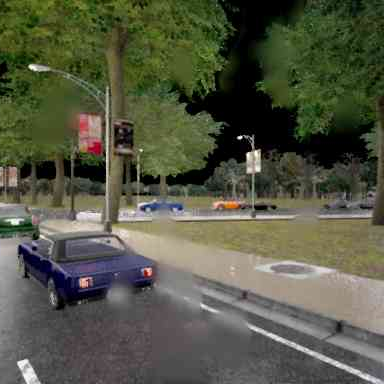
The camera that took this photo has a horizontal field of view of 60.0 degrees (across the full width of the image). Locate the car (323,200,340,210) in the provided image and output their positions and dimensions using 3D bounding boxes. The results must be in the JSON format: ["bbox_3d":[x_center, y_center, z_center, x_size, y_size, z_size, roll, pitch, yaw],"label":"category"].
[{"bbox_3d":[21.099,1.841,47.931,4.181,1.385,1.994,0,0,-14],"label":"car"}]

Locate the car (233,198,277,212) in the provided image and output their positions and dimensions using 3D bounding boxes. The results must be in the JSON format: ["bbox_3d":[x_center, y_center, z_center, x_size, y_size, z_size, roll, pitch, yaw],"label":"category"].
[{"bbox_3d":[8.015,1.789,41.347,4.718,1.301,1.895,0,0,-14],"label":"car"}]

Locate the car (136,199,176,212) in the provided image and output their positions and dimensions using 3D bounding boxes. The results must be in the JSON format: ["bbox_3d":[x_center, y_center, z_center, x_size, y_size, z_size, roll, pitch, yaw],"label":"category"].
[{"bbox_3d":[-4.493,1.642,41.568,4.674,1.442,1.812,0,0,-15],"label":"car"}]

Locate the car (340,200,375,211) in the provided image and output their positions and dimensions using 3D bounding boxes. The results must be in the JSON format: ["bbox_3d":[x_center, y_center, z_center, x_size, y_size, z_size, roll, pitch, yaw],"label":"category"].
[{"bbox_3d":[23.330,1.783,45.130,4.902,1.511,2.128,1,0,-14],"label":"car"}]

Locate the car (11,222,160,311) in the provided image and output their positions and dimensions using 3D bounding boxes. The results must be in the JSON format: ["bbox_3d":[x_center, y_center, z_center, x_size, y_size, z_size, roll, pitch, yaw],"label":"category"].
[{"bbox_3d":[-2.738,1.597,7.897,1.895,1.301,4.718,0,0,-37],"label":"car"}]

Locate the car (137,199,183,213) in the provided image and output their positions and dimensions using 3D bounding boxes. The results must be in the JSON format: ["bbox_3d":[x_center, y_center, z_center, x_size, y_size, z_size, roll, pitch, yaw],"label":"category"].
[{"bbox_3d":[-3.532,1.597,38.466,5.008,1.535,1.882,0,0,-13],"label":"car"}]

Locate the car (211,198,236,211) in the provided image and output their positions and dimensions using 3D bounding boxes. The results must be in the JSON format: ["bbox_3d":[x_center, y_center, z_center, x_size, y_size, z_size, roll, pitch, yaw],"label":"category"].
[{"bbox_3d":[4.832,1.523,43.903,4.553,1.767,2.097,0,0,-14],"label":"car"}]

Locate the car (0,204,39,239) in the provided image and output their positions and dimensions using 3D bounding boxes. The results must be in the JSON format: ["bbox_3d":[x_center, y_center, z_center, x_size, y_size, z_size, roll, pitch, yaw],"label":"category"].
[{"bbox_3d":[-8.874,1.345,15.950,2.097,1.767,4.553,0,0,-37],"label":"car"}]
